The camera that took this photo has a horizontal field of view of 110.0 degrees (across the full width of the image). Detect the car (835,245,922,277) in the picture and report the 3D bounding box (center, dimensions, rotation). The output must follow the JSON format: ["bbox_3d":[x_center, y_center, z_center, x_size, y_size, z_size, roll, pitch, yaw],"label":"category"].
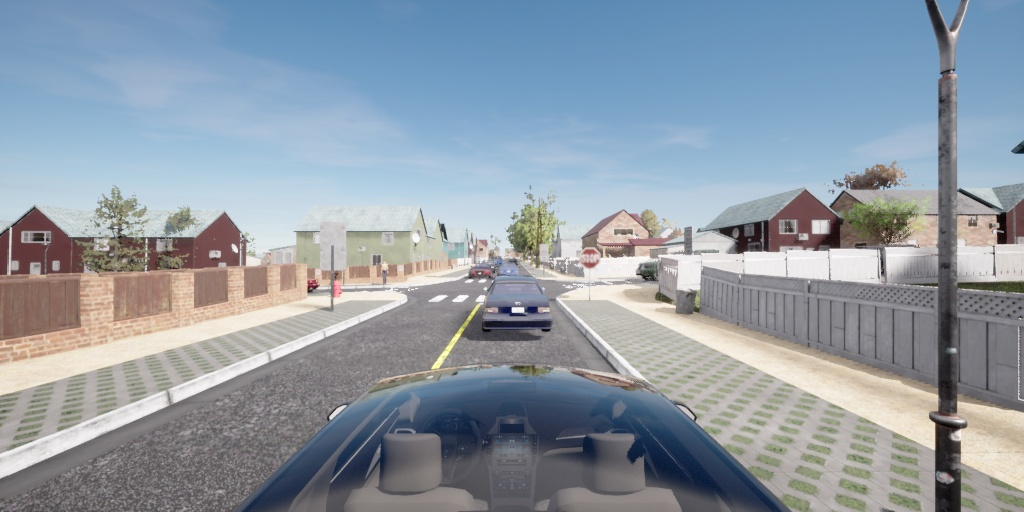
[{"bbox_3d":[24.469,0.307,24.385,5.566,2.045,2.150,-2,-1,0],"label":"car"}]

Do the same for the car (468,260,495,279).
[{"bbox_3d":[-2.801,1.316,32.772,1.994,1.385,4.181,0,0,0],"label":"car"}]

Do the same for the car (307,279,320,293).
[{"bbox_3d":[-14.088,1.672,21.237,4.718,1.301,1.895,-2,-1,1],"label":"car"}]

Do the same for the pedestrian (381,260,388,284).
[{"bbox_3d":[-9.651,1.212,27.146,0.375,1.860,0.375,0,0,0],"label":"pedestrian"}]

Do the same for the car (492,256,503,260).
[{"bbox_3d":[-2.723,0.966,62.312,2.150,2.045,5.566,0,0,0],"label":"car"}]

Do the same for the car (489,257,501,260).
[{"bbox_3d":[-2.782,1.243,41.739,2.128,1.511,4.902,0,0,0],"label":"car"}]

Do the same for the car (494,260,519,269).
[{"bbox_3d":[-0.309,1.300,31.706,2.033,1.411,5.357,0,0,-1],"label":"car"}]

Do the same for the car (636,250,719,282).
[{"bbox_3d":[11.352,0.660,24.330,5.566,2.045,2.150,-2,-1,0],"label":"car"}]

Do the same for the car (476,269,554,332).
[{"bbox_3d":[0.090,1.300,10.824,2.033,1.411,5.357,0,0,-1],"label":"car"}]

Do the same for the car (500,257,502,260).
[{"bbox_3d":[-2.764,1.275,51.607,1.812,1.442,4.674,0,0,0],"label":"car"}]
